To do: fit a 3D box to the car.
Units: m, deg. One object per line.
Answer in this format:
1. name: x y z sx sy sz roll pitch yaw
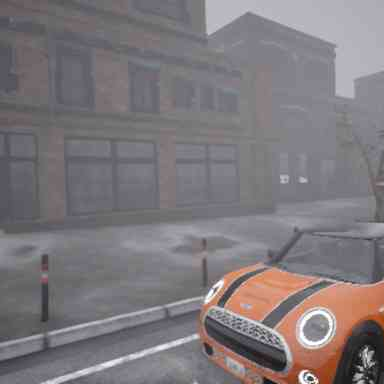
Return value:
1. car: 2.297 1.316 5.053 4.553 1.767 2.097 -2 0 -36
